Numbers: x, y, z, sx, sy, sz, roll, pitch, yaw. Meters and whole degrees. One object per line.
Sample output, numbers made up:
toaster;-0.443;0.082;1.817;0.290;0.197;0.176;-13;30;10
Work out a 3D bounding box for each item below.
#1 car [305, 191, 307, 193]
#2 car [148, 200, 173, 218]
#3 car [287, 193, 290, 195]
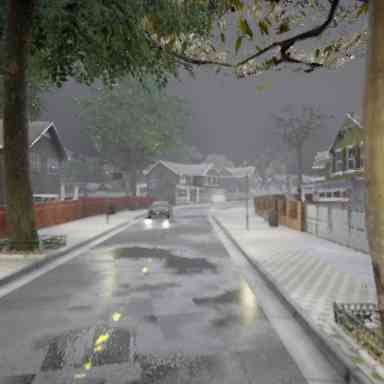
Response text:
car;26.014;0.581;77.030;2.128;1.511;4.902;-1;1;32
car;-2.763;1.503;29.851;1.837;1.490;4.892;0;0;2
car;20.504;0.830;68.347;1.812;1.442;4.674;-1;1;32
